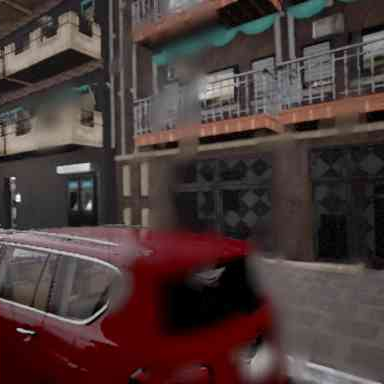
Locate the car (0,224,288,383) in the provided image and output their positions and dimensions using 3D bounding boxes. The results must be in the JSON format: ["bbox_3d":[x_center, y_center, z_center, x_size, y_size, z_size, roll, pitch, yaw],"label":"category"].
[{"bbox_3d":[-1.456,1.298,3.794,5.009,1.841,2.192,0,-2,36],"label":"car"}]
